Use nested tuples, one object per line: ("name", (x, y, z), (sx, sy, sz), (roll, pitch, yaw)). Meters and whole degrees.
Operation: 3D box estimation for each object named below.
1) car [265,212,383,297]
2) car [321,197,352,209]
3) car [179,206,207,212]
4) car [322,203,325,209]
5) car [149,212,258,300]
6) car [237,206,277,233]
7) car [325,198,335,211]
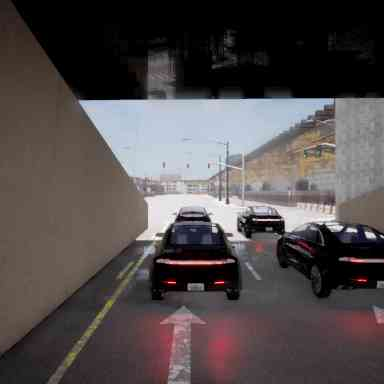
("car", (3.561, 1.492, 8.557), (2.128, 1.511, 4.902), (0, 0, 0))
("car", (17.446, 1.295, 40.120), (1.853, 1.218, 4.536), (0, 0, 45))
("car", (0.043, 1.505, 17.515), (1.837, 1.490, 4.892), (0, 0, 0))
("car", (17.410, 1.453, 40.083), (2.038, 1.542, 4.974), (0, 0, 45))
("car", (0.064, 1.492, 8.395), (2.128, 1.511, 4.902), (0, 0, 0))
("car", (3.541, 1.491, 17.690), (2.128, 1.511, 4.902), (0, 0, 0))
("car", (17.320, 1.453, 35.476), (2.038, 1.542, 4.974), (0, 0, -35))
